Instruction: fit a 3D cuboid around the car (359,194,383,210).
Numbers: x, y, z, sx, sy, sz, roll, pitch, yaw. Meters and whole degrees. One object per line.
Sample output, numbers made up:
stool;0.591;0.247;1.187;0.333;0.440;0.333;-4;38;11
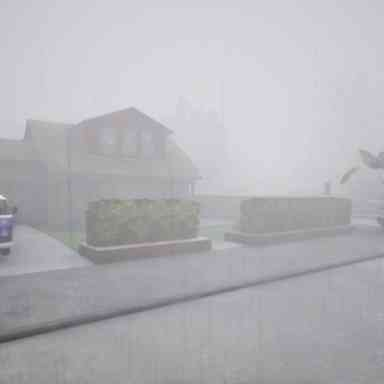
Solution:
car;22.097;1.192;39.638;3.866;1.878;1.905;0;0;-1
